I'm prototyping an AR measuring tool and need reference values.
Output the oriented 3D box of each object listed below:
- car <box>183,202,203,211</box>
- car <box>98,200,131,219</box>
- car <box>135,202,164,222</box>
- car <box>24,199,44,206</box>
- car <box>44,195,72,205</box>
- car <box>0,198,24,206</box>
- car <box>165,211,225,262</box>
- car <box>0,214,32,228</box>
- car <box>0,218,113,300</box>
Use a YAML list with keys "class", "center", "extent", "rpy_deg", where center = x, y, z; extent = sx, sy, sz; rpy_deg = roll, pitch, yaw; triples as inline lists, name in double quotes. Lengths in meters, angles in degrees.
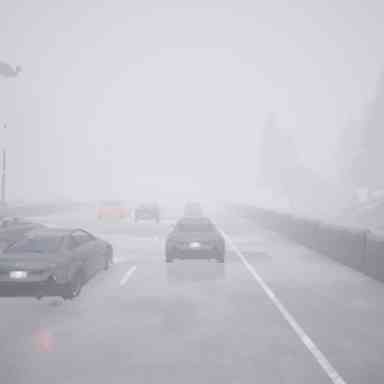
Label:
- class: "car"
  center: [0.103, 1.657, 31.004]
  extent: [2.033, 1.411, 5.357]
  rpy_deg: [0, 0, 0]
- class: "car"
  center: [-6.896, 1.457, 29.980]
  extent: [2.097, 1.767, 4.553]
  rpy_deg: [0, 0, 0]
- class: "car"
  center: [-3.397, 1.573, 26.977]
  extent: [1.882, 1.535, 5.008]
  rpy_deg: [0, 0, 0]
- class: "car"
  center: [-24.494, 1.792, 53.330]
  extent: [1.994, 1.385, 4.181]
  rpy_deg: [0, -1, 0]
- class: "car"
  center: [-20.994, 1.484, 53.311]
  extent: [2.150, 2.045, 5.566]
  rpy_deg: [0, -1, 0]
- class: "car"
  center: [-27.994, 1.705, 53.317]
  extent: [1.882, 1.535, 5.008]
  rpy_deg: [0, -1, 0]
- class: "car"
  center: [0.102, 1.608, 12.255]
  extent: [1.994, 1.385, 4.181]
  rpy_deg: [0, 0, 0]
- class: "car"
  center: [-6.898, 1.534, 12.040]
  extent: [2.128, 1.511, 4.902]
  rpy_deg: [0, 0, 0]
- class: "car"
  center: [-3.399, 1.594, 8.525]
  extent: [1.994, 1.385, 4.181]
  rpy_deg: [0, 0, 0]
